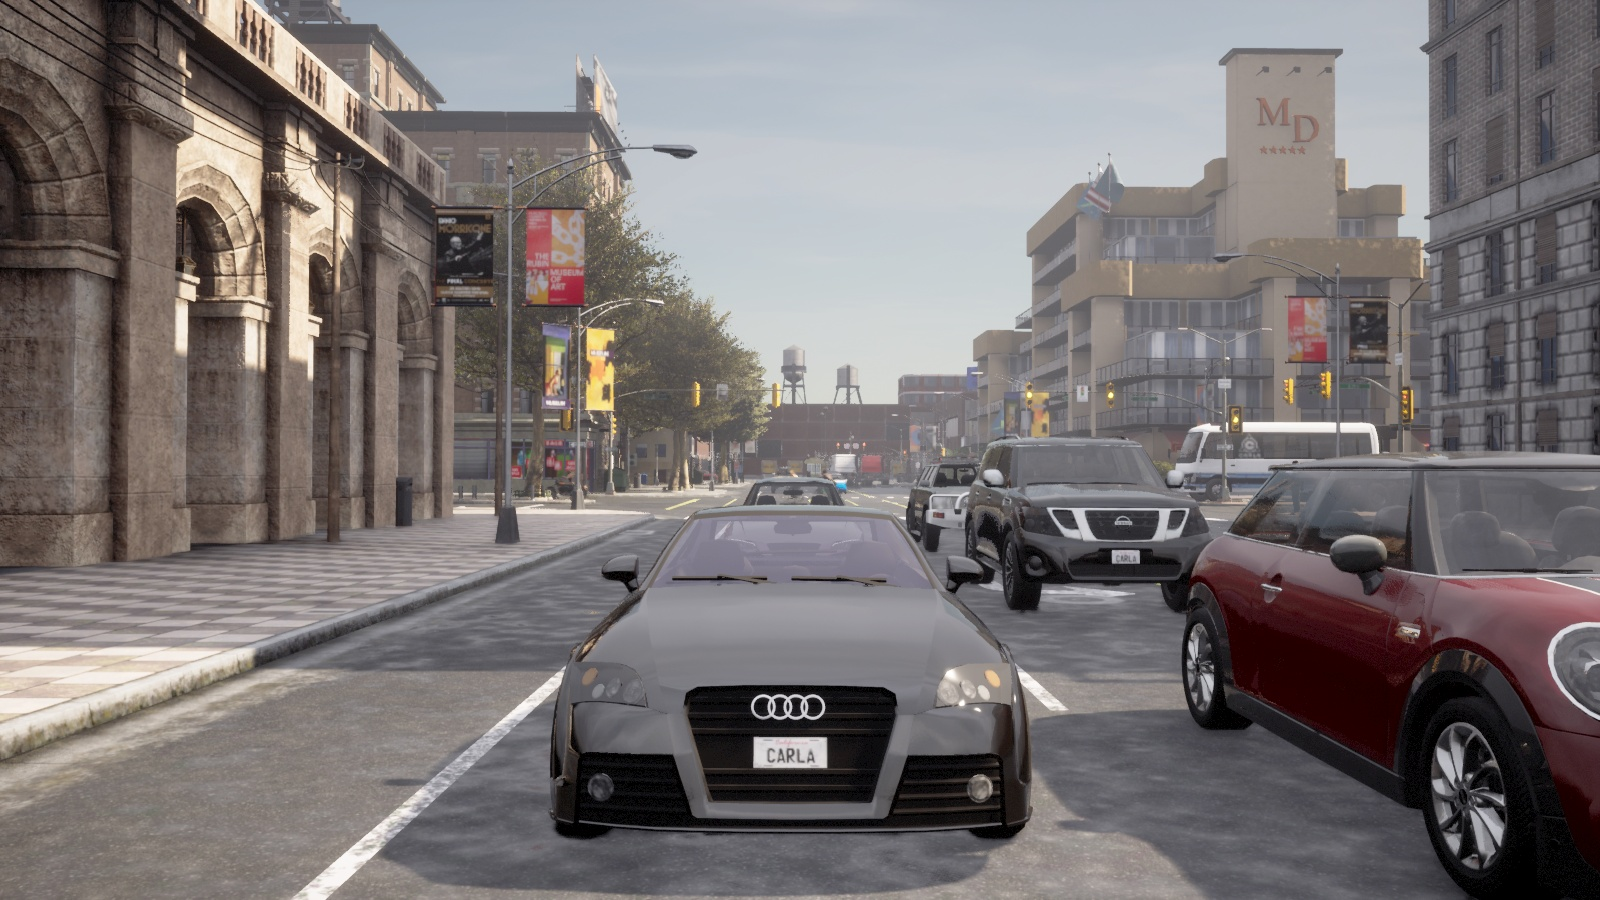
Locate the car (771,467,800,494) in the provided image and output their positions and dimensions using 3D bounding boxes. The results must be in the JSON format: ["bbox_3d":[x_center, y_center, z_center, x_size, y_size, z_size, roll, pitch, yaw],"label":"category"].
[{"bbox_3d":[-1.039,2.117,88.457,1.932,1.855,4.605,0,-1,-1],"label":"car"}]

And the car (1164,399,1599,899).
[{"bbox_3d":[3.469,0.760,5.993,2.097,1.767,4.553,0,-1,0],"label":"car"}]

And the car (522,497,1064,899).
[{"bbox_3d":[-0.032,0.991,6.719,1.994,1.385,4.181,0,-1,0],"label":"car"}]

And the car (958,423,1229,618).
[{"bbox_3d":[3.434,0.788,15.993,2.150,2.045,5.566,0,-1,0],"label":"car"}]

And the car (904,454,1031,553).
[{"bbox_3d":[3.360,1.055,26.086,1.932,1.855,4.605,0,-1,-1],"label":"car"}]

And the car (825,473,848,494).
[{"bbox_3d":[2.497,2.302,86.116,1.481,1.376,2.207,0,-1,-1],"label":"car"}]

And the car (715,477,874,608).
[{"bbox_3d":[-0.072,1.105,16.502,1.816,1.474,4.193,0,-1,0],"label":"car"}]

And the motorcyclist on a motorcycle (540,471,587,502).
[{"bbox_3d":[-12.526,1.931,66.633,2.350,1.649,0.766,0,-1,1],"label":"motorcyclist on a motorcycle"}]

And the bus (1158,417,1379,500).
[{"bbox_3d":[24.795,0.460,66.964,10.273,4.253,3.944,0,-1,-1],"label":"bus"}]
